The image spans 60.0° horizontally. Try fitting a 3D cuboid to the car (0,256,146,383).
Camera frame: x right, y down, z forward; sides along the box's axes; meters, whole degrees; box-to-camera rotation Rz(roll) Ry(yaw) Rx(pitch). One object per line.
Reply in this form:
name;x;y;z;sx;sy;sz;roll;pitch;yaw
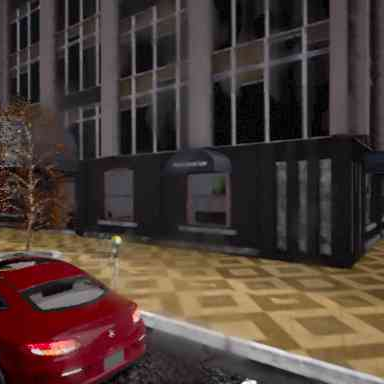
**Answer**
car;-2.497;1.590;4.656;4.206;1.307;1.802;0;0;36
